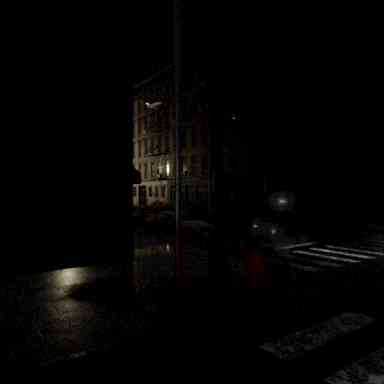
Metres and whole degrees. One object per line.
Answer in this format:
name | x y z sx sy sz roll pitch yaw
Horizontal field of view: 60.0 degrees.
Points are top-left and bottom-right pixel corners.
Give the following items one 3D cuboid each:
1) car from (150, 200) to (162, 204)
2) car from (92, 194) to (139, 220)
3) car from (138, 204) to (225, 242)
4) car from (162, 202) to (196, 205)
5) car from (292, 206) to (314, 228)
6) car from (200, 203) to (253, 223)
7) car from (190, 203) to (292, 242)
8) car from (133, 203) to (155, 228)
car | -3.783 1.529 34.893 1.752 1.417 4.829 0 0 -35
car | -7.040 1.250 30.015 2.150 2.045 5.566 0 0 -35
car | -0.708 1.554 16.741 1.752 1.417 4.829 0 0 -35
car | -0.545 1.566 30.345 1.947 1.339 4.313 0 0 -35
car | 5.735 1.558 21.528 1.947 1.339 4.313 0 0 -35
car | 2.595 1.578 25.937 1.802 1.307 4.206 0 0 -35
car | 2.257 1.508 16.873 2.128 1.511 4.902 0 0 -35
car | -3.947 1.584 21.289 2.008 1.369 4.403 0 0 -35
